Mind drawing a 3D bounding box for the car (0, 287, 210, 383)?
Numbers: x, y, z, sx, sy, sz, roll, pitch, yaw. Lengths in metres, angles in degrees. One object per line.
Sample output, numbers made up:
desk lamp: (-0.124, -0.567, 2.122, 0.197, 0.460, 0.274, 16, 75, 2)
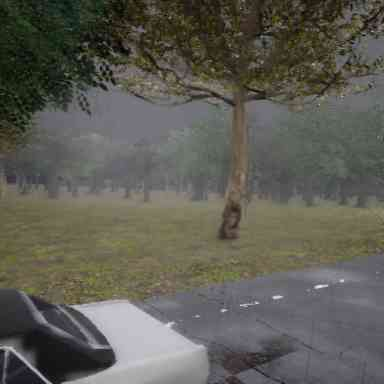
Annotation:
car: (-2.247, 1.592, 2.441, 4.718, 1.301, 1.895, 1, -1, -36)
